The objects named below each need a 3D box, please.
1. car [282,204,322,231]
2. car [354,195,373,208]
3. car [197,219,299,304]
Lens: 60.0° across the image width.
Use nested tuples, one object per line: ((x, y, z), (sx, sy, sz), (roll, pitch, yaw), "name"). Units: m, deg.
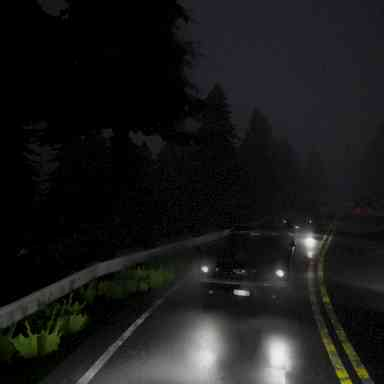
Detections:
((6.750, 1.460, 20.080), (2.033, 1.411, 5.357), (-2, 0, 26), "car")
((20.754, 1.059, 40.197), (2.128, 1.511, 4.902), (-2, 0, 28), "car")
((1.623, 1.599, 8.432), (1.895, 1.301, 4.718), (-1, 0, 18), "car")
